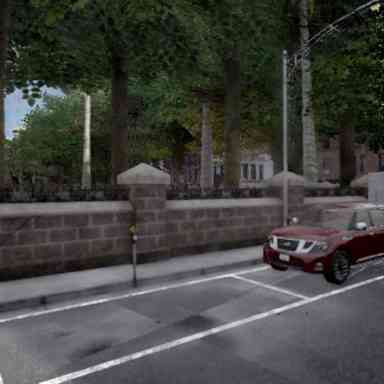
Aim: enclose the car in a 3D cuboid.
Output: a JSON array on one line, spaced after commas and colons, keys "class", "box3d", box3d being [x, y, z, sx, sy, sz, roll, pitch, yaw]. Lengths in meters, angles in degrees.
[{"class": "car", "box3d": [4.313, 1.275, 9.618, 5.009, 1.841, 2.192, 0, 0, -36]}]
